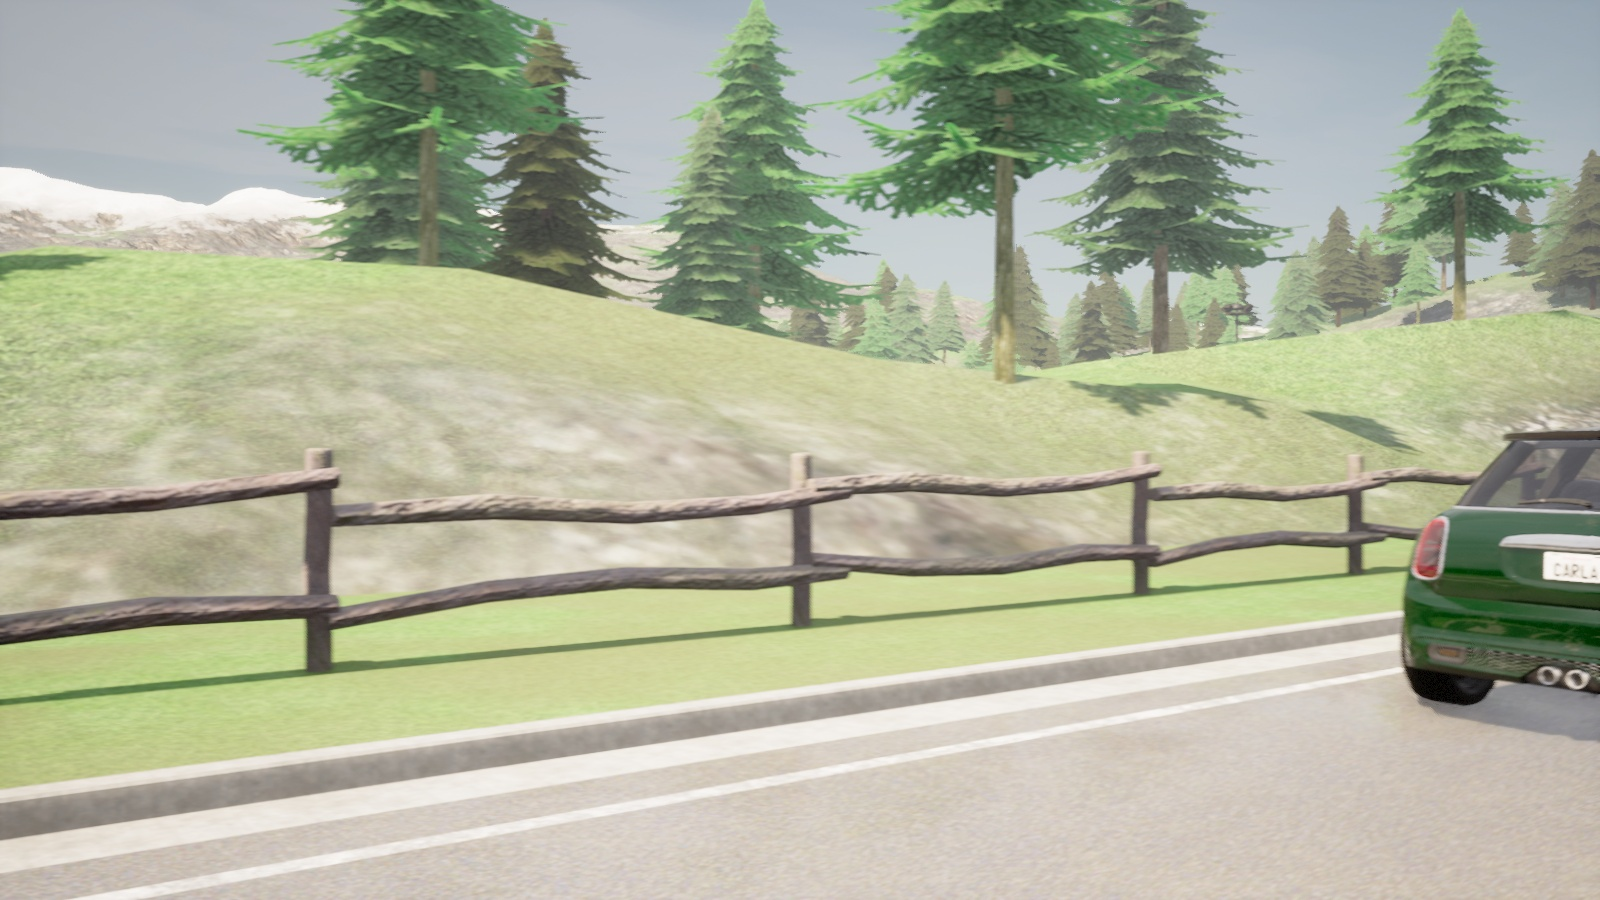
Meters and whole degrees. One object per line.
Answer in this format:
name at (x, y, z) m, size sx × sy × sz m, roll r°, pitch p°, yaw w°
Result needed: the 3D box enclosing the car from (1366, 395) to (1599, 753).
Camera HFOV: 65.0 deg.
car at (5.713, 0.610, 7.636) m, size 4.553 × 1.767 × 2.097 m, roll 0°, pitch 0°, yaw -35°
